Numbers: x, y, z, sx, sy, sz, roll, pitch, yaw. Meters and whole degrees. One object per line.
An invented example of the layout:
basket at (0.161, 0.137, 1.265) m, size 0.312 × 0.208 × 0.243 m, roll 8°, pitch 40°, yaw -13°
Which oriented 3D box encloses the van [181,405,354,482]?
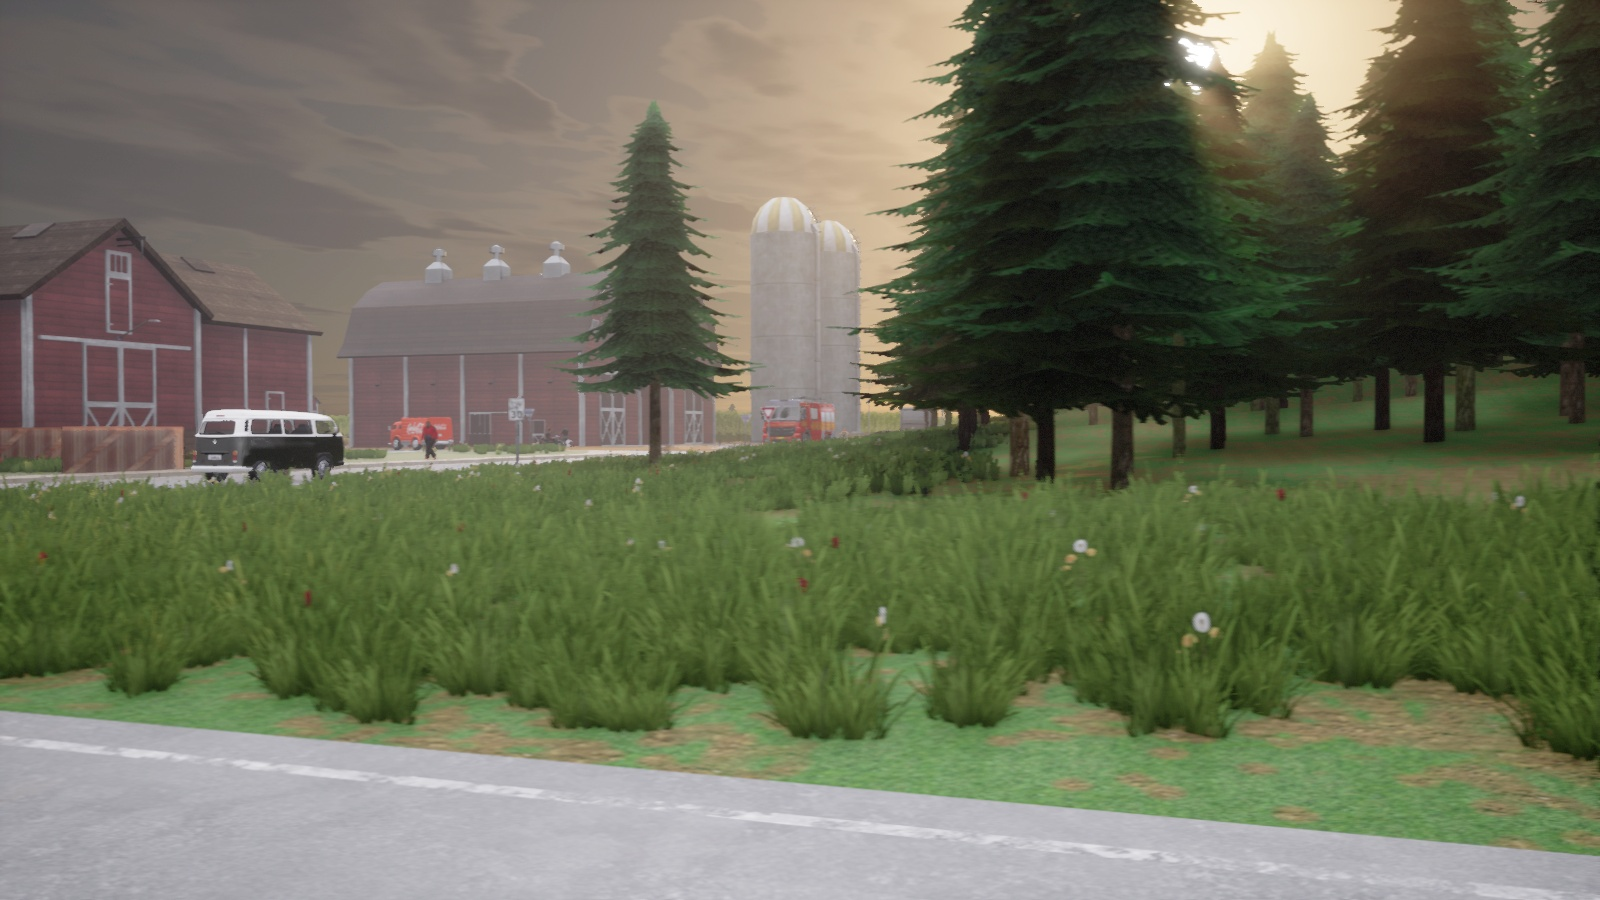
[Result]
van at (-15.026, -0.219, 35.742) m, size 2.069 × 2.038 × 4.480 m, roll 1°, pitch 1°, yaw 19°

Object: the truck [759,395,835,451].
truck at (-0.116, -1.932, 90.739) m, size 2.891 × 3.827 × 8.468 m, roll 1°, pitch 1°, yaw 19°

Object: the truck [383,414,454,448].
truck at (-28.841, -1.442, 94.942) m, size 5.204 × 2.467 × 2.627 m, roll 1°, pitch 1°, yaw 38°

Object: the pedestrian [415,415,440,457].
pedestrian at (-16.495, -0.610, 55.555) m, size 0.634 × 1.844 × 0.899 m, roll 1°, pitch 1°, yaw 24°
